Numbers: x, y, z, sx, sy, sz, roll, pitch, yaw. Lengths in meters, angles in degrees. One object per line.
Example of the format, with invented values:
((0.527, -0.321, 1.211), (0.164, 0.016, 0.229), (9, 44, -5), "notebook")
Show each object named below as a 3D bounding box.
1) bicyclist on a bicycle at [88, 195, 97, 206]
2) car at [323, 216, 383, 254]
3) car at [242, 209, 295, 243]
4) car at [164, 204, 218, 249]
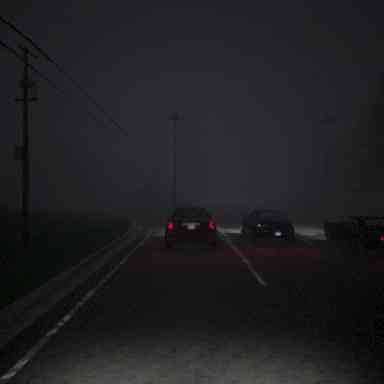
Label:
((-15.922, 1.372, 53.221), (0.582, 1.620, 1.656), (0, 0, 34), "bicyclist on a bicycle")
((7.095, 1.618, 13.566), (1.895, 1.301, 4.718), (0, 0, 0), "car")
((3.589, 1.547, 16.167), (1.812, 1.442, 4.674), (0, 0, 0), "car")
((-0.121, 1.372, 14.892), (2.097, 1.767, 4.553), (0, 0, -3), "car")
